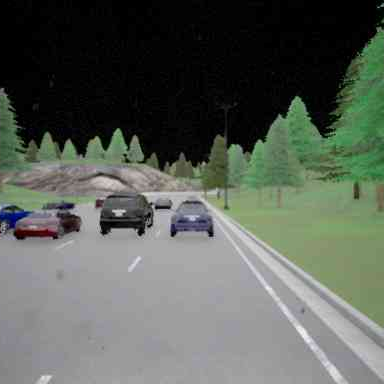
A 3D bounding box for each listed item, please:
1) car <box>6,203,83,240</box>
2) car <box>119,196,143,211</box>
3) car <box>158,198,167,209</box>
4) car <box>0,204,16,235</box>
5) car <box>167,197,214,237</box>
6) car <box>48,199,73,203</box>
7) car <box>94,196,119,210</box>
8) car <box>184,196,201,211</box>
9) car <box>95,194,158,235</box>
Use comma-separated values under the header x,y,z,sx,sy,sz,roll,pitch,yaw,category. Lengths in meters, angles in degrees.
x,y,z,sx,sy,sz,roll,pitch,yaw,category
-6.896,1.475,16.420,1.994,1.385,4.181,0,0,0,car
-6.893,1.297,38.279,1.837,1.490,4.892,0,0,0,car
-3.392,1.347,39.858,1.994,1.385,4.181,0,0,0,car
-10.398,1.379,18.247,1.882,1.535,5.008,0,0,0,car
0.025,1.255,17.619,2.097,1.767,4.553,0,0,0,car
-13.915,1.410,35.232,1.895,1.301,4.718,0,0,0,car
-10.391,1.256,40.816,1.882,1.535,5.008,0,0,0,car
0.096,1.297,38.469,1.837,1.490,4.892,0,1,0,car
-3.397,1.123,18.165,2.150,2.045,5.566,0,0,0,car
